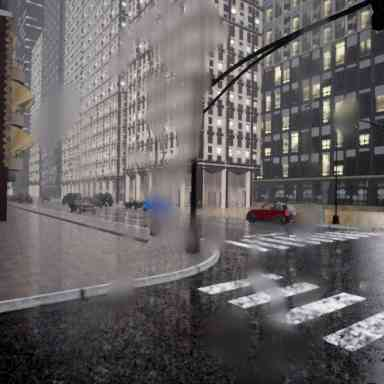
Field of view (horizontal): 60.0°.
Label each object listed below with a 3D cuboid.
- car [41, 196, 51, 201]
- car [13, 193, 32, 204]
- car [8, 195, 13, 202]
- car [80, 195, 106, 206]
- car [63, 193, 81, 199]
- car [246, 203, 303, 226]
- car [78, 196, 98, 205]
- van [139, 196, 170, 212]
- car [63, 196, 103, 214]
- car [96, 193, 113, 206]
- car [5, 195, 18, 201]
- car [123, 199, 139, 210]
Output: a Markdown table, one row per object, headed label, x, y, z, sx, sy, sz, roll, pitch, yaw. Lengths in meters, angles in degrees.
| label | x | y | z | sx | sy | sz | roll | pitch | yaw |
| --- | --- | --- | --- | --- | --- | --- | --- | --- | --- |
| car | -36.735 | 1.567 | 83.826 | 1.802 | 1.307 | 4.206 | 1 | -1 | -35 |
| car | -30.479 | 1.153 | 60.556 | 2.192 | 1.841 | 5.009 | 1 | -1 | -35 |
| car | -37.024 | 1.395 | 69.764 | 1.947 | 1.339 | 4.313 | 1 | -1 | -35 |
| car | -14.539 | 1.533 | 48.025 | 1.994 | 1.385 | 4.181 | 1 | -1 | -37 |
| car | -20.000 | 1.180 | 55.629 | 2.150 | 2.045 | 5.566 | 1 | -1 | -35 |
| car | 5.786 | 1.502 | 23.957 | 1.967 | 1.590 | 4.097 | 1 | -1 | -35 |
| car | -18.455 | 1.522 | 58.874 | 1.837 | 1.490 | 4.892 | 1 | -1 | -35 |
| van | -4.025 | 1.379 | 37.774 | 1.690 | 1.788 | 3.998 | 1 | -1 | -35 |
| car | -10.860 | 1.425 | 32.921 | 2.008 | 1.369 | 4.403 | 1 | -1 | -35 |
| car | -14.446 | 1.252 | 53.171 | 2.150 | 2.045 | 5.566 | 1 | -1 | -35 |
| car | -40.294 | 1.376 | 74.370 | 2.008 | 1.369 | 4.403 | 1 | -1 | -35 |
| car | -7.299 | 1.581 | 42.378 | 2.008 | 1.369 | 4.403 | 1 | -1 | -35 |
